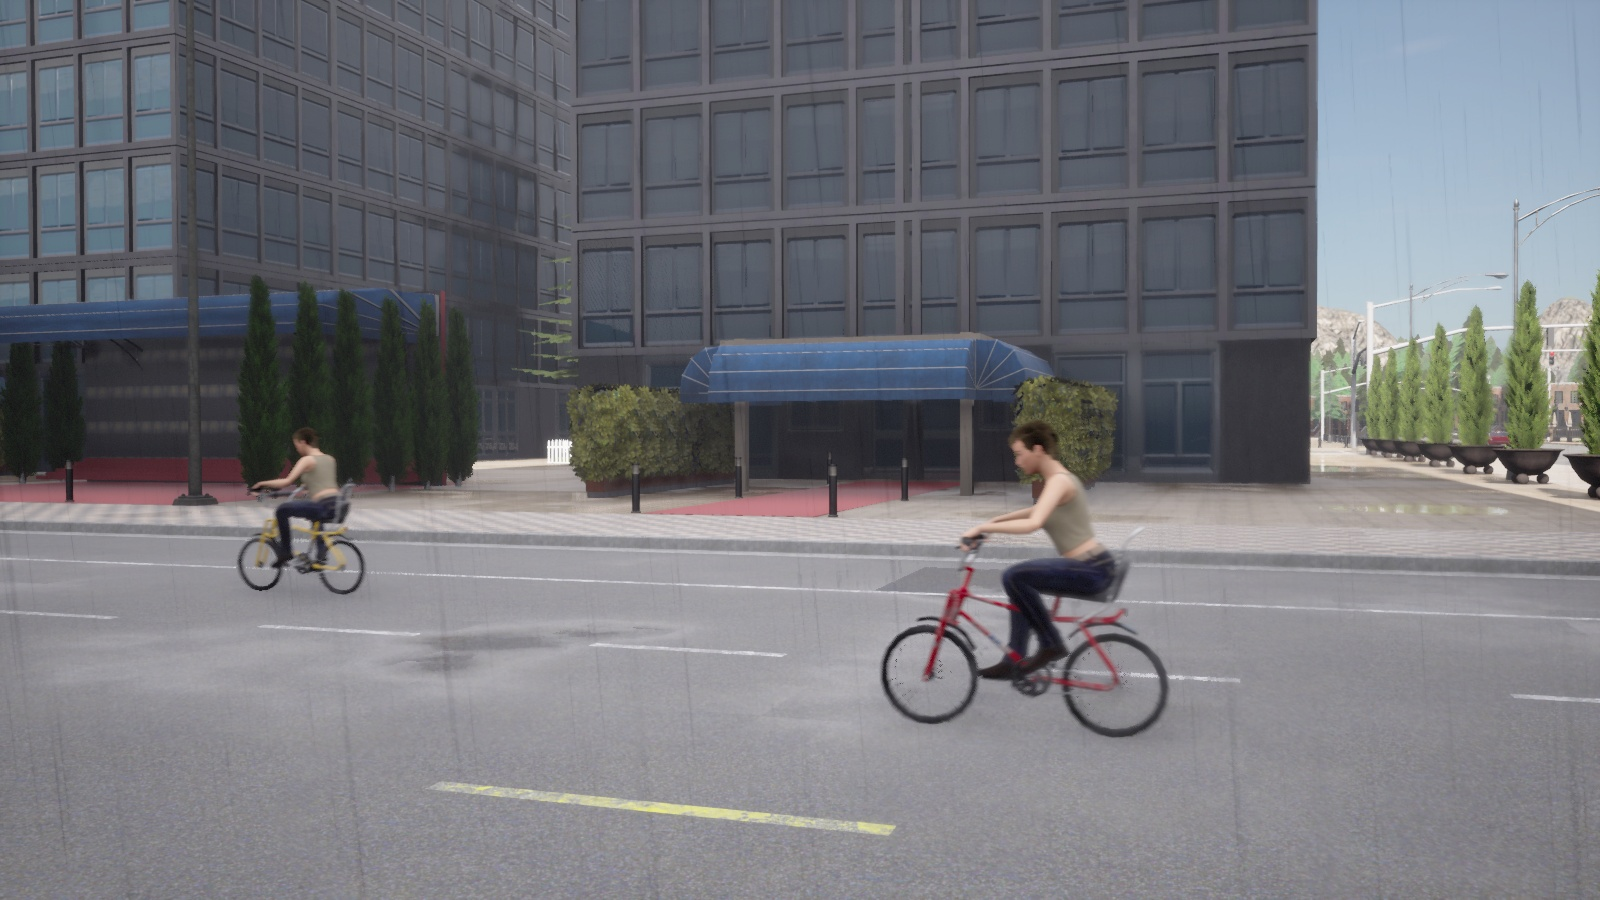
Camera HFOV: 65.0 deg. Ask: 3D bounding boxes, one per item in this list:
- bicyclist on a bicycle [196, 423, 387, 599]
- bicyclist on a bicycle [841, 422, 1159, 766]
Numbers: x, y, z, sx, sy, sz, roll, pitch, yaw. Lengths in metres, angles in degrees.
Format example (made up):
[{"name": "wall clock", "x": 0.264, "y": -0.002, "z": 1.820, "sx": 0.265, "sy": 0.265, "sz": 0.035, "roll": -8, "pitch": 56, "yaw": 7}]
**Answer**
[{"name": "bicyclist on a bicycle", "x": -4.915, "y": 0.550, "z": 12.177, "sx": 1.509, "sy": 1.612, "sz": 0.866, "roll": 1, "pitch": 1, "yaw": 19}, {"name": "bicyclist on a bicycle", "x": 1.060, "y": 0.663, "z": 6.523, "sx": 1.509, "sy": 1.612, "sz": 0.866, "roll": 0, "pitch": 1, "yaw": 18}]
